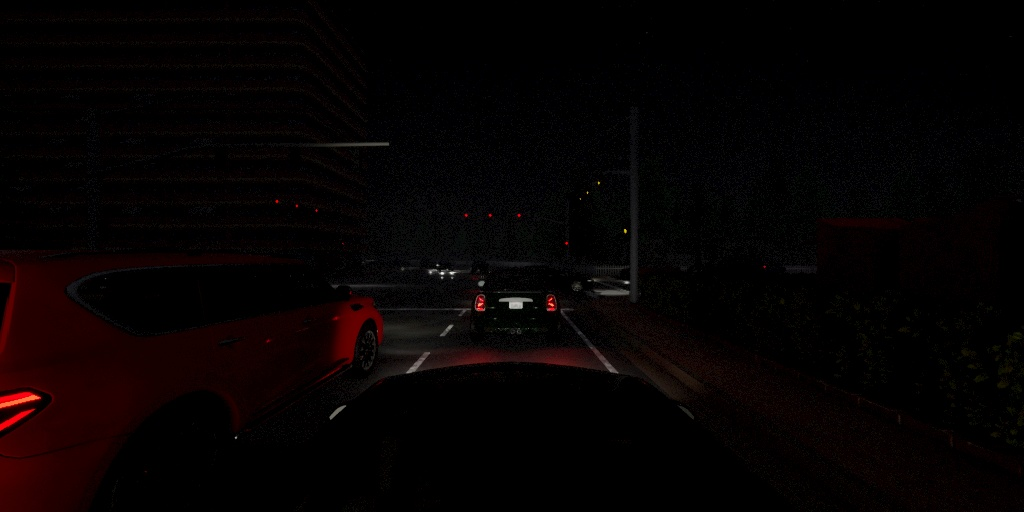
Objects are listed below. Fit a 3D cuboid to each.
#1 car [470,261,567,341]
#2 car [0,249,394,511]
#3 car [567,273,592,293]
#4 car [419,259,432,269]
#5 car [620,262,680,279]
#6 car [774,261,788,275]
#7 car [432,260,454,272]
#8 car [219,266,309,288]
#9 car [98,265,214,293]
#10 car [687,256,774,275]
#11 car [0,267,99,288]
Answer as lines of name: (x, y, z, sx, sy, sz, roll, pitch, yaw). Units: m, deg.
car: (0.096, 1.102, 9.993, 2.097, 1.767, 4.553, 0, 0, 0)
car: (-3.434, 0.971, 4.156, 2.150, 2.045, 5.566, 0, 0, 1)
car: (2.078, 1.287, 20.450, 4.892, 1.490, 1.837, 0, 0, 0)
car: (-13.211, 1.241, 56.609, 2.128, 1.511, 4.902, 0, 0, -33)
car: (11.964, 1.283, 31.066, 5.008, 1.535, 1.882, 0, 0, 0)
car: (20.982, 1.157, 30.988, 4.553, 1.767, 2.097, 0, 0, 0)
car: (-8.954, 1.297, 47.603, 2.033, 1.411, 5.357, 0, 0, -18)
car: (-16.555, 1.398, 24.106, 4.718, 1.301, 1.895, 0, 0, 0)
car: (-20.358, 1.310, 20.640, 4.892, 1.490, 1.837, 0, 0, 0)
car: (16.389, 1.027, 27.529, 5.566, 2.045, 2.150, 0, 0, 0)
car: (-31.386, 1.406, 24.233, 4.718, 1.301, 1.895, 0, 0, 0)
